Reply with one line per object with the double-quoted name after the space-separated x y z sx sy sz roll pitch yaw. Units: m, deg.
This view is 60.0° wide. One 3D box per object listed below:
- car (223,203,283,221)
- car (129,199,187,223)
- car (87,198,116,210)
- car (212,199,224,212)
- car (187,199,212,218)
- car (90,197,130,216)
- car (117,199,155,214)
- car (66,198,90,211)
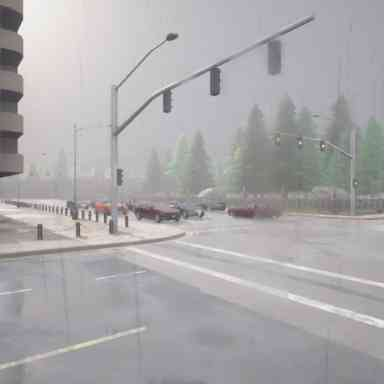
5.140 1.657 27.934 1.895 1.301 4.718 0 0 -37 "car"
-2.817 1.533 26.581 1.882 1.535 5.008 0 0 -36 "car"
-12.522 1.603 45.606 2.033 1.411 5.357 0 0 -36 "car"
1.866 1.547 38.245 2.128 1.511 4.902 0 0 -36 "car"
-0.834 1.547 29.787 2.128 1.511 4.902 0 0 -36 "car"
-8.287 1.407 33.974 2.097 1.767 4.553 0 0 -36 "car"
-6.353 1.547 37.252 2.128 1.511 4.902 0 0 -36 "car"
-14.657 1.548 42.606 2.128 1.511 4.902 0 0 -36 "car"
